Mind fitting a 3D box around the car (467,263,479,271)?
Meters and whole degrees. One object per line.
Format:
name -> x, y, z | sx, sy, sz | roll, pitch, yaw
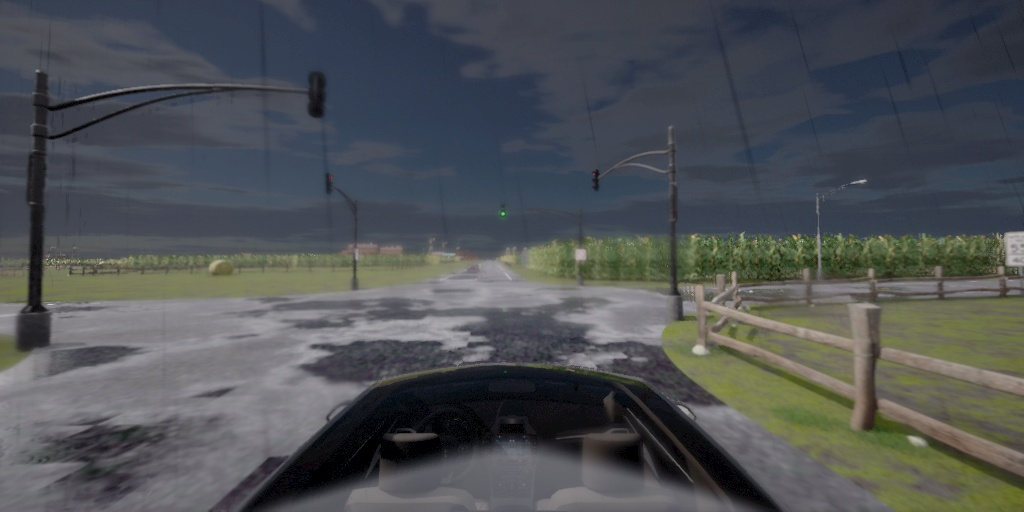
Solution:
car -> -6.781, 1.952, 62.782 | 1.994, 1.385, 4.181 | 0, -1, -2
